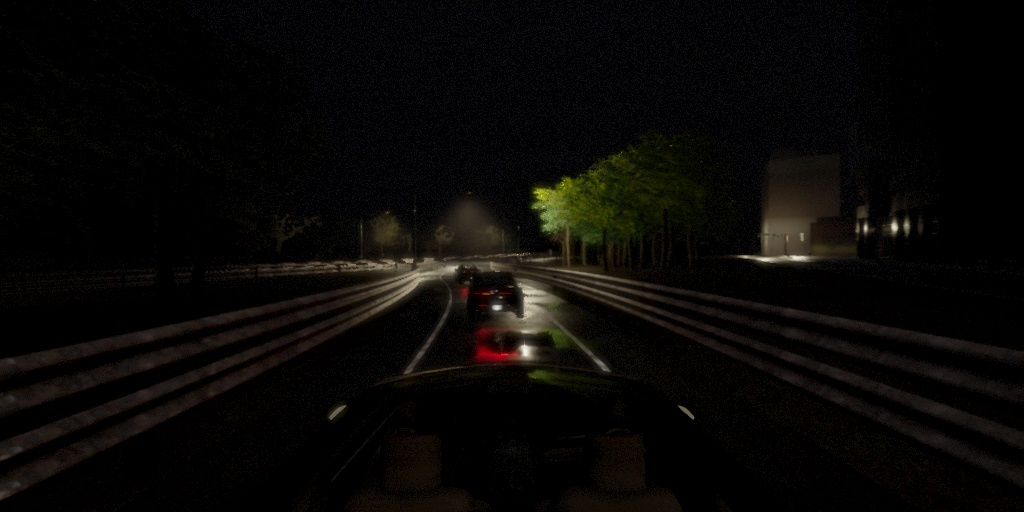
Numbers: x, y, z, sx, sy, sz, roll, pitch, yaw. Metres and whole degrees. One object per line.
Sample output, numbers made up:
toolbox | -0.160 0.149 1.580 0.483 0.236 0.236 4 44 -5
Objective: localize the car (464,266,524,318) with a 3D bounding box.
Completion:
car | -0.698 1.319 13.316 1.837 1.490 4.892 0 0 -6

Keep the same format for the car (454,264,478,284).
car | -3.476 1.377 28.472 2.128 1.511 4.902 0 0 -13
